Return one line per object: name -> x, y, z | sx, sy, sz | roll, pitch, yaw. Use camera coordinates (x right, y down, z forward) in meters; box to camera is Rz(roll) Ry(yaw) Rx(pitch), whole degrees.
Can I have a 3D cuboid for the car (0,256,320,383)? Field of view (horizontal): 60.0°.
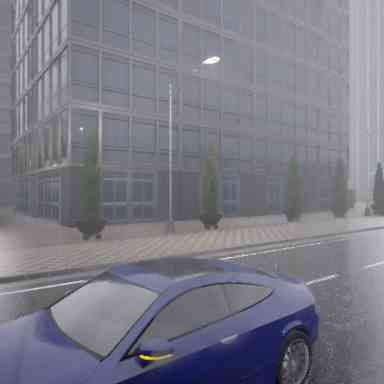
car -> -0.413, 1.525, 3.573 | 4.674, 1.442, 1.812 | 0, 0, -39
